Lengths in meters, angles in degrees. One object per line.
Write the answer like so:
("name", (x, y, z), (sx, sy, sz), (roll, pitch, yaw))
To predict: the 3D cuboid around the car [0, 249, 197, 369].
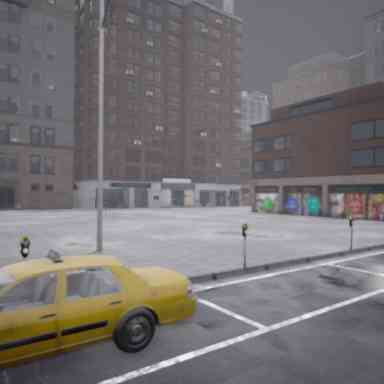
("car", (-2.195, 1.533, 4.622), (4.829, 1.417, 1.752), (1, 0, -36))
